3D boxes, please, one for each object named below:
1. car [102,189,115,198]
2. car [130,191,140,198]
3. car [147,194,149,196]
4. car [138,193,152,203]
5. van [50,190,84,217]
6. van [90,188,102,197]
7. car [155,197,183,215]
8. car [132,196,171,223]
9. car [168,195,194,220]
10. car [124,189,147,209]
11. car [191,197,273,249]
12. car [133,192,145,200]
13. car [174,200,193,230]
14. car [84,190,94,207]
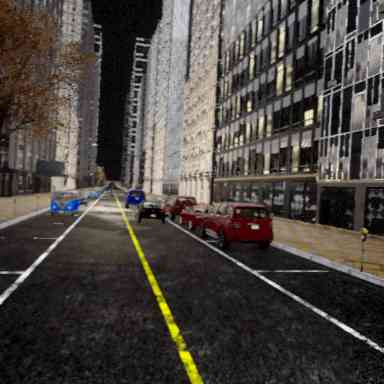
[{"bbox_3d":[-16.710,0.159,66.952,2.097,1.767,4.553,3,0,-14],"label":"car"},{"bbox_3d":[-12.983,0.533,75.640,1.947,1.339,4.313,3,0,-14],"label":"car"},{"bbox_3d":[-3.590,1.205,36.879,1.887,1.381,4.507,3,0,-14],"label":"car"},{"bbox_3d":[-7.654,0.891,53.657,1.752,1.417,4.829,3,0,-14],"label":"car"},{"bbox_3d":[-9.030,0.759,23.830,1.690,1.788,3.998,3,0,-14],"label":"van"},{"bbox_3d":[-18.422,0.077,62.590,1.690,1.788,3.998,3,0,-14],"label":"van"},{"bbox_3d":[-2.288,1.279,31.507,1.752,1.417,4.829,3,0,-14],"label":"car"},{"bbox_3d":[-2.948,1.277,23.081,1.812,1.442,4.674,3,0,-13],"label":"car"},{"bbox_3d":[-0.895,1.167,25.804,2.192,1.841,5.009,3,0,-14],"label":"car"},{"bbox_3d":[-6.215,0.742,36.587,2.150,2.045,5.566,3,1,-13],"label":"car"},{"bbox_3d":[1.789,1.356,14.730,2.192,1.841,5.009,3,0,-14],"label":"car"},{"bbox_3d":[-10.300,0.735,64.566,1.947,1.339,4.313,3,0,-14],"label":"car"},{"bbox_3d":[0.436,1.491,20.267,1.887,1.381,4.507,3,0,-14],"label":"car"},{"bbox_3d":[-11.723,0.777,34.903,2.008,1.369,4.403,3,0,-14],"label":"car"}]
